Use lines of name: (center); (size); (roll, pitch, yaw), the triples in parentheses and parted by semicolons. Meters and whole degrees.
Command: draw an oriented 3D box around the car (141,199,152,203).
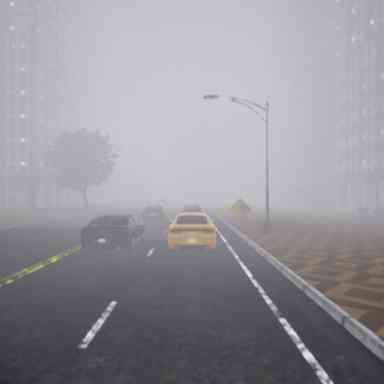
car: (-9.758, 2.223, 71.789); (1.994, 1.385, 4.181); (0, -1, 0)

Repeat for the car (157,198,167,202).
car: (-6.507, 2.171, 71.790); (1.837, 1.490, 4.892); (0, -1, 0)

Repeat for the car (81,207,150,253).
car: (-3.245, 1.614, 14.479); (1.882, 1.535, 5.008); (0, 0, 0)

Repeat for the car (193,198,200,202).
car: (1.128, 2.330, 85.838); (1.812, 1.442, 4.674); (0, -1, 0)

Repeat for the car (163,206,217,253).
car: (0.005, 1.614, 14.482); (1.882, 1.535, 5.008); (0, 0, 0)

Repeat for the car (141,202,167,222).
car: (-3.249, 1.839, 29.298); (1.994, 1.385, 4.181); (0, 0, 0)

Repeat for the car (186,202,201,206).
car: (0.002, 1.839, 29.295); (1.994, 1.385, 4.181); (0, 0, 0)

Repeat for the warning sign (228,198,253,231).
warning sign: (2.863, 1.301, 19.818); (1.300, 1.860, 1.060); (1, 0, 0)
